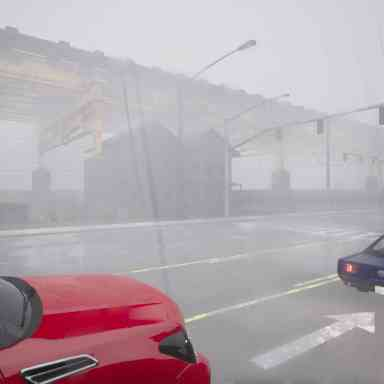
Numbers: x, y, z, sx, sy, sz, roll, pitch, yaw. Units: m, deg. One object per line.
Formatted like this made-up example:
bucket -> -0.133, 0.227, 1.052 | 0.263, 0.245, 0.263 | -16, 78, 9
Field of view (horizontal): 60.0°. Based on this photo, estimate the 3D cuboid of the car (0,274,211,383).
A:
car -> -2.492, 1.221, 1.968 | 5.566, 2.045, 2.150 | 0, 0, -36

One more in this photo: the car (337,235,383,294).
car -> 5.462, 1.601, 7.639 | 4.718, 1.301, 1.895 | 0, 0, -35
